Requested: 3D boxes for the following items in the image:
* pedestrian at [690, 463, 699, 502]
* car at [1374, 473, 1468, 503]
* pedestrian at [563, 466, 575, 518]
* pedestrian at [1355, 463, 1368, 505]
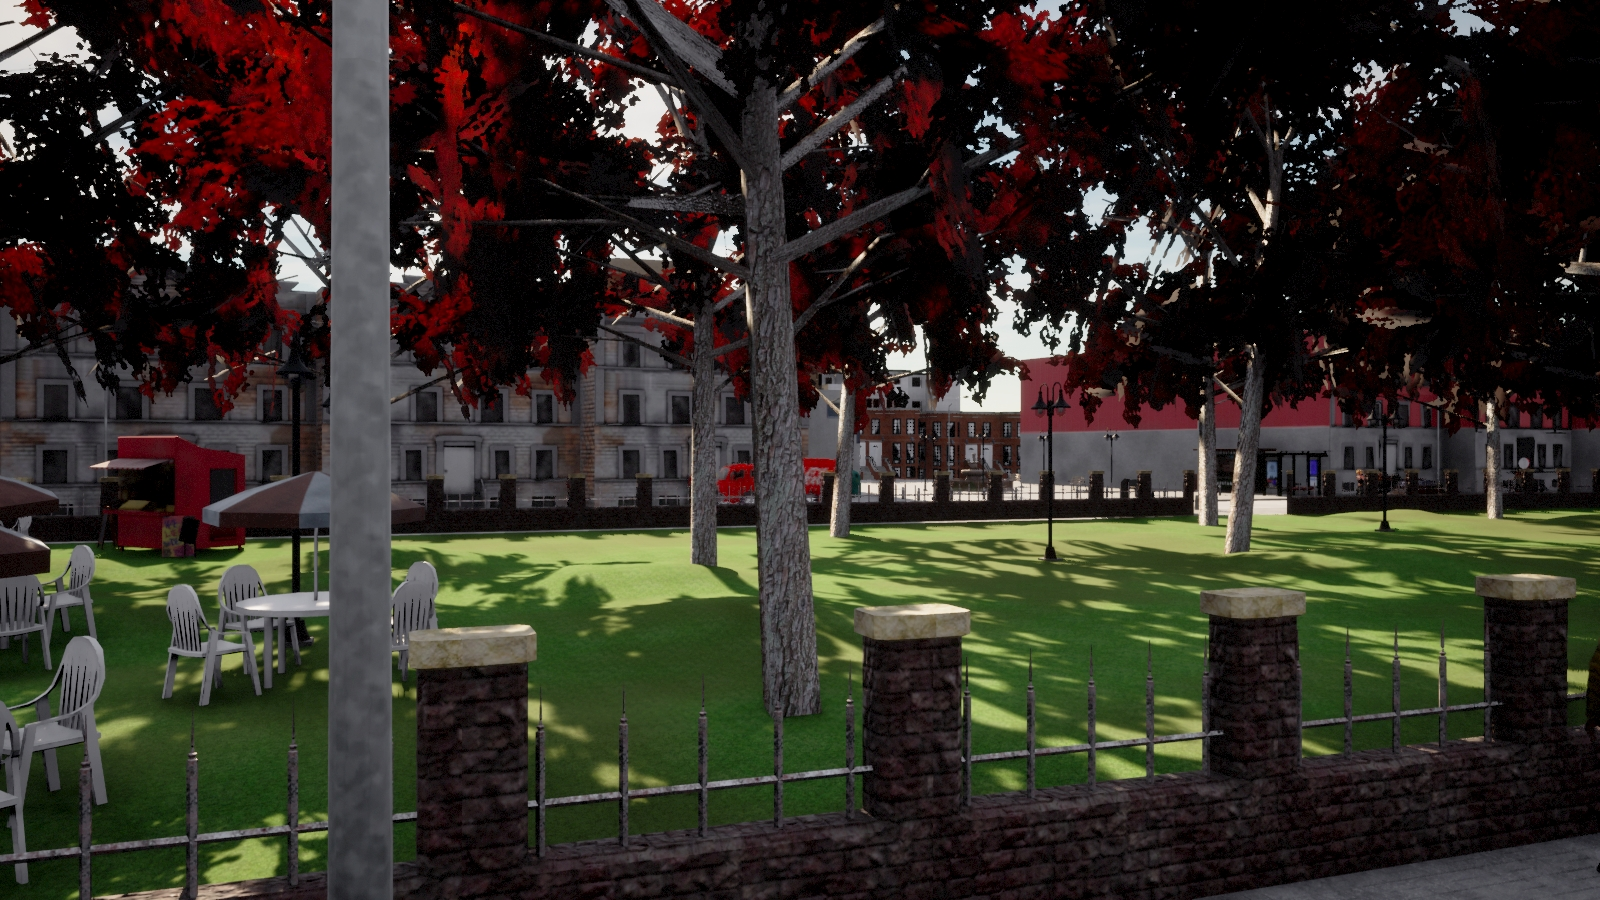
[{"bbox_3d":[-5.046,1.530,54.634,0.375,1.860,0.375,0,0,5],"label":"pedestrian"},{"bbox_3d":[32.374,1.936,59.564,4.181,1.385,1.994,-1,0,-20],"label":"car"},{"bbox_3d":[-8.399,1.527,41.555,0.375,1.860,0.375,0,0,-16],"label":"pedestrian"},{"bbox_3d":[25.519,1.542,51.952,0.375,1.860,0.375,0,0,-20],"label":"pedestrian"}]
